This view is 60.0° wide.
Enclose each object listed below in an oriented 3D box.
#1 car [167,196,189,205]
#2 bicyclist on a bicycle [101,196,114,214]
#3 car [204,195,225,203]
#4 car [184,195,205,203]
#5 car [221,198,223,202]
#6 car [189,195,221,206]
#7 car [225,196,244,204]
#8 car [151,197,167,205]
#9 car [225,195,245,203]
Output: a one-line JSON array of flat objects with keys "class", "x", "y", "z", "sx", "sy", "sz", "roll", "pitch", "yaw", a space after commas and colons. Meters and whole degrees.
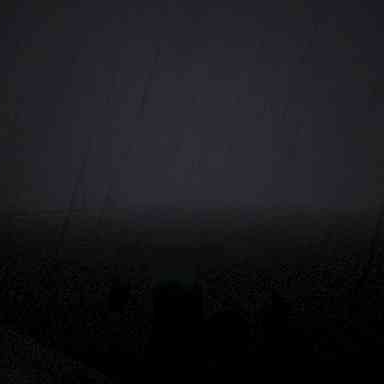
[{"class": "car", "x": -1.769, "y": 1.477, "z": 60.191, "sx": 1.882, "sy": 1.535, "sz": 5.008, "roll": 0, "pitch": 0, "yaw": 35}, {"class": "bicyclist on a bicycle", "x": -7.978, "y": 1.156, "z": 31.704, "sx": 1.656, "sy": 1.620, "sz": 0.582, "roll": 33, "pitch": 17, "yaw": 27}, {"class": "car", "x": 4.739, "y": 1.477, "z": 69.501, "sx": 1.882, "sy": 1.535, "sz": 5.008, "roll": 0, "pitch": 0, "yaw": 35}, {"class": "car", "x": 0.646, "y": 1.477, "z": 69.755, "sx": 1.882, "sy": 1.535, "sz": 5.008, "roll": 0, "pitch": 0, "yaw": 35}, {"class": "car", "x": 3.157, "y": 1.477, "z": 61.126, "sx": 1.882, "sy": 1.535, "sz": 5.008, "roll": 0, "pitch": 0, "yaw": 35}, {"class": "car", "x": 2.089, "y": 1.477, "z": 53.589, "sx": 1.882, "sy": 1.535, "sz": 5.008, "roll": 0, "pitch": 0, "yaw": 35}, {"class": "car", "x": 8.057, "y": 1.600, "z": 62.204, "sx": 1.895, "sy": 1.301, "sz": 4.718, "roll": 0, "pitch": 0, "yaw": 35}, {"class": "car", "x": -5.625, "y": 1.563, "z": 60.783, "sx": 1.994, "sy": 1.385, "sz": 4.181, "roll": 0, "pitch": 0, "yaw": 35}, {"class": "car", "x": 8.939, "y": 1.490, "z": 69.399, "sx": 2.128, "sy": 1.511, "sz": 4.902, "roll": 0, "pitch": 0, "yaw": 35}]
